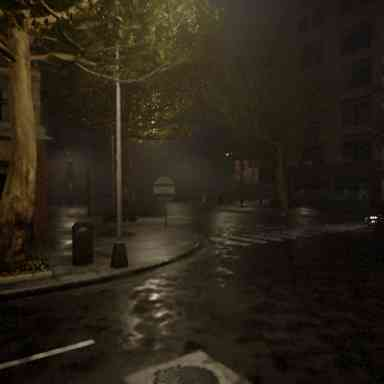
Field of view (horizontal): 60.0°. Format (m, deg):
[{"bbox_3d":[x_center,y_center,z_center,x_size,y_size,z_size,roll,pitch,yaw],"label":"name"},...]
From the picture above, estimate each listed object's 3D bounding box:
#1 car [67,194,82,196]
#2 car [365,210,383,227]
[{"bbox_3d":[-25.657,1.190,74.376,4.786,1.482,2.161,-1,0,-36],"label":"car"},{"bbox_3d":[12.364,1.297,18.462,4.892,1.490,1.837,0,1,14],"label":"car"}]
